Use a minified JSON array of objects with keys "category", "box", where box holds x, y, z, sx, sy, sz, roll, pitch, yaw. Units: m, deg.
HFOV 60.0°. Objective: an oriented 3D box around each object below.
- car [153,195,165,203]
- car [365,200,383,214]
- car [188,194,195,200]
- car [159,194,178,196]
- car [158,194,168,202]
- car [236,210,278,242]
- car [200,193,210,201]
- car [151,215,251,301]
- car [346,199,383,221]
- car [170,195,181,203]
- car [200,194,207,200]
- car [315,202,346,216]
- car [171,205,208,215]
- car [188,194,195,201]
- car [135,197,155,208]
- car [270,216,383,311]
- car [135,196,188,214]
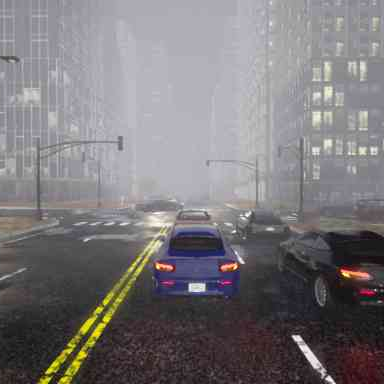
[{"category":"car","box":[-6.665,1.448,66.937,1.837,1.490,4.892,0,0,0]},{"category":"car","box":[21.734,1.643,36.240,4.829,1.417,1.752,1,0,1]},{"category":"car","box":[-0.189,1.267,89.114,1.812,1.442,4.674,0,0,0]},{"category":"car","box":[-3.447,1.442,49.245,1.882,1.535,5.008,0,0,0]},{"category":"car","box":[-6.663,1.285,76.862,2.097,1.767,4.553,0,0,0]},{"category":"car","box":[3.320,1.555,16.190,1.994,1.385,4.181,0,0,-1]},{"category":"car","box":[3.084,1.143,78.733,2.150,2.045,5.566,0,0,0]},{"category":"car","box":[0.084,1.522,8.184,1.812,1.442,4.674,0,0,0]},{"category":"car","box":[16.144,1.519,27.942,5.009,1.841,2.192,1,0,1]},{"category":"car","box":[-3.397,1.418,69.152,1.882,1.535,5.008,0,0,0]},{"category":"car","box":[3.062,1.337,89.151,1.895,1.301,4.718,0,0,0]},{"category":"car","box":[15.031,1.702,33.729,4.718,1.301,1.895,0,1,1]},{"category":"car","box":[0.066,1.591,17.350,1.895,1.301,4.718,0,0,0]},{"category":"car","box":[-0.167,1.514,79.142,1.895,1.301,4.718,0,0,0]},{"category":"car","box":[-6.698,1.513,47.845,2.033,1.411,5.357,0,0,0]},{"category":"car","box":[3.336,1.522,7.621,1.812,1.442,4.674,0,0,0]},{"category":"car","box":[-3.335,1.471,34.859,5.357,1.411,2.033,0,1,-43]}]
